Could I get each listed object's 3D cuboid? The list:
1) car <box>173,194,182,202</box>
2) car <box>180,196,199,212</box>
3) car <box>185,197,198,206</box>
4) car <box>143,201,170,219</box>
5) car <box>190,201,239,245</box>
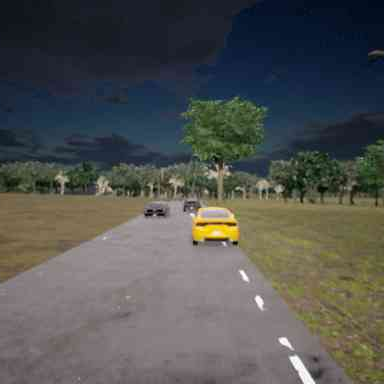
[{"bbox_3d":[-2.784,1.279,68.727,1.837,1.490,4.892,0,0,0],"label":"car"},{"bbox_3d":[0.009,1.327,36.531,1.837,1.490,4.892,0,1,1],"label":"car"},{"bbox_3d":[-0.014,1.379,50.308,1.895,1.301,4.718,0,0,0],"label":"car"},{"bbox_3d":[-2.861,1.469,27.705,1.895,1.301,4.718,0,0,0],"label":"car"},{"bbox_3d":[0.955,1.418,15.254,1.882,1.535,5.008,0,0,0],"label":"car"}]
